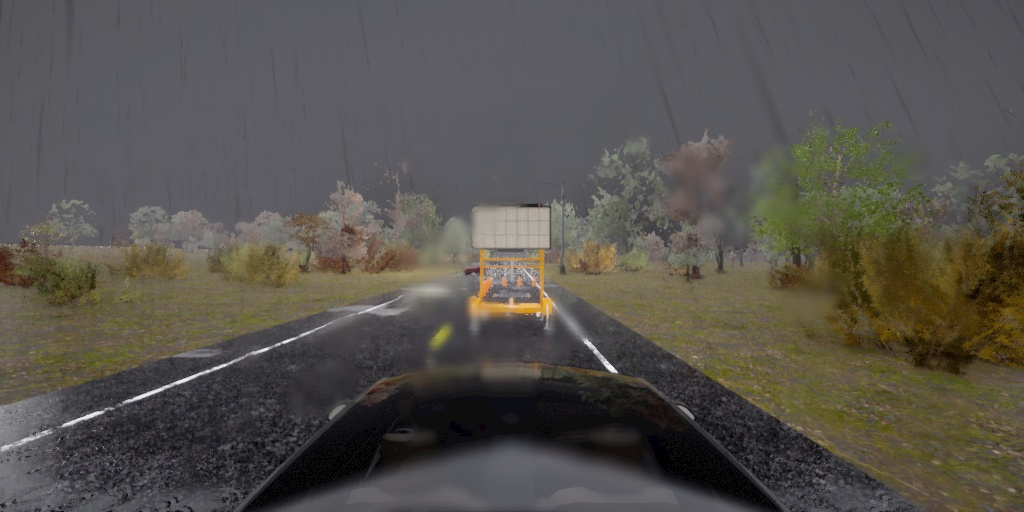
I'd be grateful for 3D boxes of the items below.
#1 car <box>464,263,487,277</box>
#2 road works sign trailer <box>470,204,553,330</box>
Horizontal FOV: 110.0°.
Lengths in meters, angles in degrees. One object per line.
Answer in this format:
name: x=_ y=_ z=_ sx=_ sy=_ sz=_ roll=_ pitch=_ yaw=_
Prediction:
car: x=-3.612 y=1.337 z=35.860 sx=1.895 sy=1.301 sz=4.718 roll=0 pitch=0 yaw=0
road works sign trailer: x=-0.003 y=0.210 z=11.055 sx=2.380 sy=3.560 sz=2.880 roll=0 pitch=0 yaw=0
